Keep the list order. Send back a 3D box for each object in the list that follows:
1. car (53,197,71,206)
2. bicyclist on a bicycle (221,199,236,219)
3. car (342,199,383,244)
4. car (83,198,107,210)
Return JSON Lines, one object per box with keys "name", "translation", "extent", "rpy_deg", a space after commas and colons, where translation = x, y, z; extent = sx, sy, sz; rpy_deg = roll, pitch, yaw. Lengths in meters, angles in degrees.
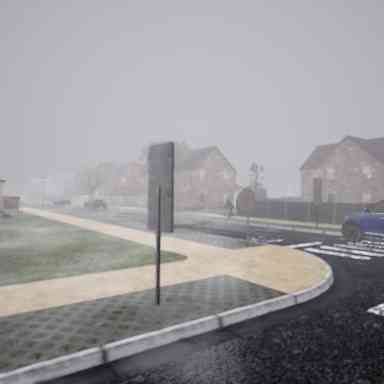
{"name": "car", "translation": [-21.790, 1.585, 55.722], "extent": [2.128, 1.511, 4.902], "rpy_deg": [1, -1, -36]}
{"name": "bicyclist on a bicycle", "translation": [2.919, 1.367, 26.437], "extent": [1.656, 1.620, 0.582], "rpy_deg": [1, 0, -36]}
{"name": "car", "translation": [8.482, 1.250, 13.211], "extent": [2.150, 2.045, 5.566], "rpy_deg": [2, -1, -13]}
{"name": "car", "translation": [-12.515, 1.545, 42.864], "extent": [1.837, 1.490, 4.892], "rpy_deg": [1, -1, -36]}
